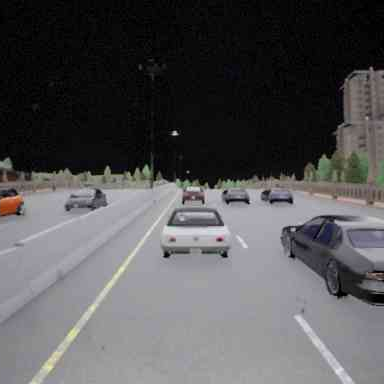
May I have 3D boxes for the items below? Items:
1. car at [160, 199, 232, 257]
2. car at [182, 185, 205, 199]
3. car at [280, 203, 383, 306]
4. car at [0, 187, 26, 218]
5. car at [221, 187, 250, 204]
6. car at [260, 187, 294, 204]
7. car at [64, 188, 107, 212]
[{"bbox_3d":[0.103,1.148,10.857,1.895,1.301,4.718,0,3,0],"label":"car"},{"bbox_3d":[0.108,0.161,28.496,1.812,1.442,4.674,0,3,0],"label":"car"},{"bbox_3d":[3.602,1.255,7.737,2.033,1.411,5.357,0,3,0],"label":"car"},{"bbox_3d":[-10.594,0.573,17.158,2.097,1.767,4.553,0,3,0],"label":"car"},{"bbox_3d":[3.607,0.224,28.034,1.994,1.385,4.181,0,3,0],"label":"car"},{"bbox_3d":[7.107,0.218,28.139,1.994,1.385,4.181,0,3,0],"label":"car"},{"bbox_3d":[-7.091,0.463,22.659,1.812,1.442,4.674,0,3,0],"label":"car"}]
